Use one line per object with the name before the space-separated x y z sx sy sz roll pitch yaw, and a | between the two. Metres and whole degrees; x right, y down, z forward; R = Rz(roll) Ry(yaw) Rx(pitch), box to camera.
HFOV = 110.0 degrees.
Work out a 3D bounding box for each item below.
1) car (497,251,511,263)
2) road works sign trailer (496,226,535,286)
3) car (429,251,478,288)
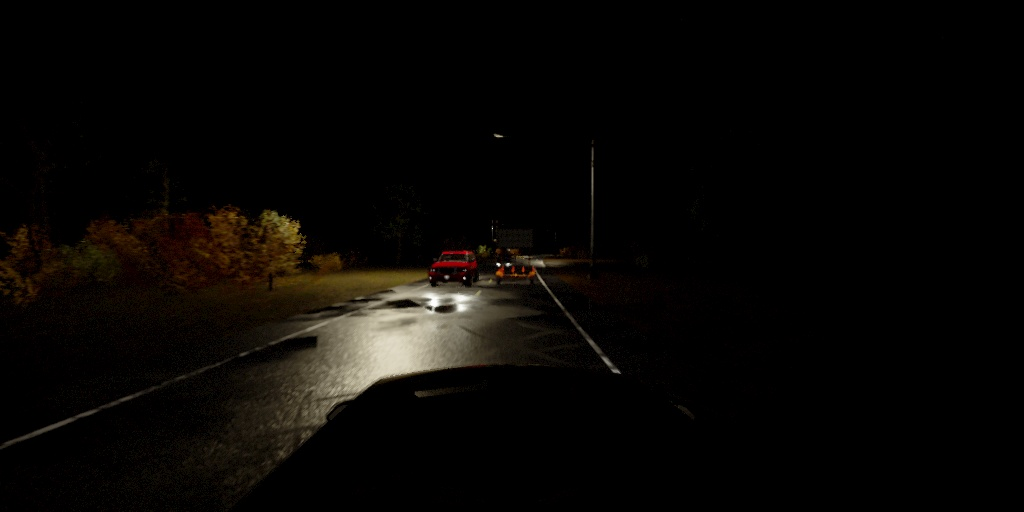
car | -1.356 0.177 63.057 2.150 2.045 5.566 0 1 5
road works sign trailer | 0.219 -0.051 22.514 2.380 3.560 2.880 0 0 2
car | -3.361 0.711 21.596 2.150 2.045 5.566 0 1 2
